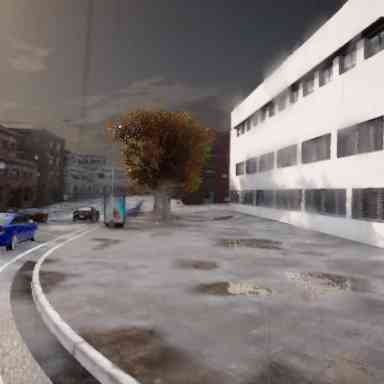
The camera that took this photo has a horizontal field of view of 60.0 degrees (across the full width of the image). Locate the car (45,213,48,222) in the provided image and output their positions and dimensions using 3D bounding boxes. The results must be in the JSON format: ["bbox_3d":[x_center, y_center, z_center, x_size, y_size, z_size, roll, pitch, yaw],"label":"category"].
[{"bbox_3d":[-13.862,2.102,28.216,1.895,1.301,4.718,1,-2,-6],"label":"car"}]

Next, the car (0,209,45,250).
[{"bbox_3d":[-8.662,1.716,15.382,1.882,1.535,5.008,1,-2,-9],"label":"car"}]

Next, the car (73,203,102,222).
[{"bbox_3d":[-10.768,2.238,34.153,1.882,1.535,5.008,1,-2,-6],"label":"car"}]

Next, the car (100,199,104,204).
[{"bbox_3d":[-18.154,2.077,70.105,1.895,1.301,4.718,1,2,-6],"label":"car"}]
